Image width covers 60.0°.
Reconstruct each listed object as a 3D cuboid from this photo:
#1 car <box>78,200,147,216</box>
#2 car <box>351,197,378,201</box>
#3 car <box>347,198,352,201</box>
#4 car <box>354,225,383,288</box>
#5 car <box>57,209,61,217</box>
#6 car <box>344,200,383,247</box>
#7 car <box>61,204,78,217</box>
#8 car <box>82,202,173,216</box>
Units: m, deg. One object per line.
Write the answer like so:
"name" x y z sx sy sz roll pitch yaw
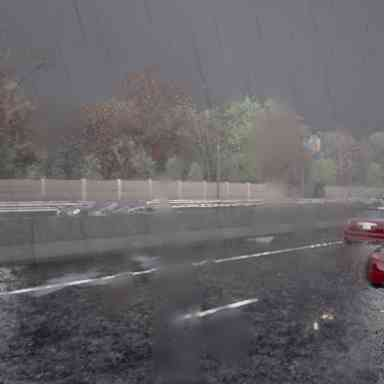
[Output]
"car" -4.762 1.375 22.099 4.553 1.767 2.097 0 0 -36
"car" 25.975 1.683 48.344 5.357 1.411 2.033 0 0 -35
"car" 25.980 1.648 52.622 4.892 1.490 1.837 0 0 -35
"car" 6.072 1.588 8.083 4.181 1.385 1.994 0 0 -36
"car" -8.680 1.515 27.905 4.902 1.511 2.128 0 0 -36
"car" 8.508 1.391 14.133 4.553 1.767 2.097 0 0 -36
"car" -6.954 1.374 24.835 4.553 1.767 2.097 0 0 -36
"car" -3.305 1.513 18.839 4.902 1.511 2.128 0 0 -36
